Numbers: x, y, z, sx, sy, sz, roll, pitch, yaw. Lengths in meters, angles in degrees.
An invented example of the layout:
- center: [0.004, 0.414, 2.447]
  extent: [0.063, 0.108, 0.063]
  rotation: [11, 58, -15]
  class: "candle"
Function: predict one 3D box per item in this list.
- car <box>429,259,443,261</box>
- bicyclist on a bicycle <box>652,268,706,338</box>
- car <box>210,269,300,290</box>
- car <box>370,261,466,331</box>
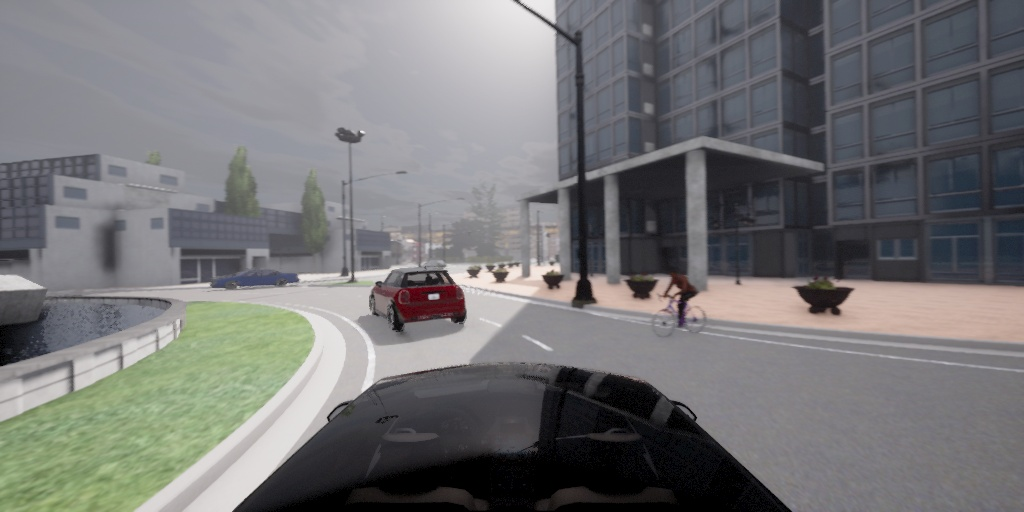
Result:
- center: [-10.549, 1.296, 48.698]
  extent: [2.097, 1.767, 4.553]
  rotation: [-1, 0, 12]
  class: "car"
- center: [4.002, 1.103, 8.568]
  extent: [1.656, 1.620, 0.582]
  rotation: [-2, 0, -20]
  class: "bicyclist on a bicycle"
- center: [-18.976, 1.684, 26.748]
  extent: [5.357, 1.411, 2.033]
  rotation: [-1, 0, -44]
  class: "car"
- center: [-3.231, 1.164, 11.698]
  extent: [2.097, 1.767, 4.553]
  rotation: [-1, 0, -31]
  class: "car"
